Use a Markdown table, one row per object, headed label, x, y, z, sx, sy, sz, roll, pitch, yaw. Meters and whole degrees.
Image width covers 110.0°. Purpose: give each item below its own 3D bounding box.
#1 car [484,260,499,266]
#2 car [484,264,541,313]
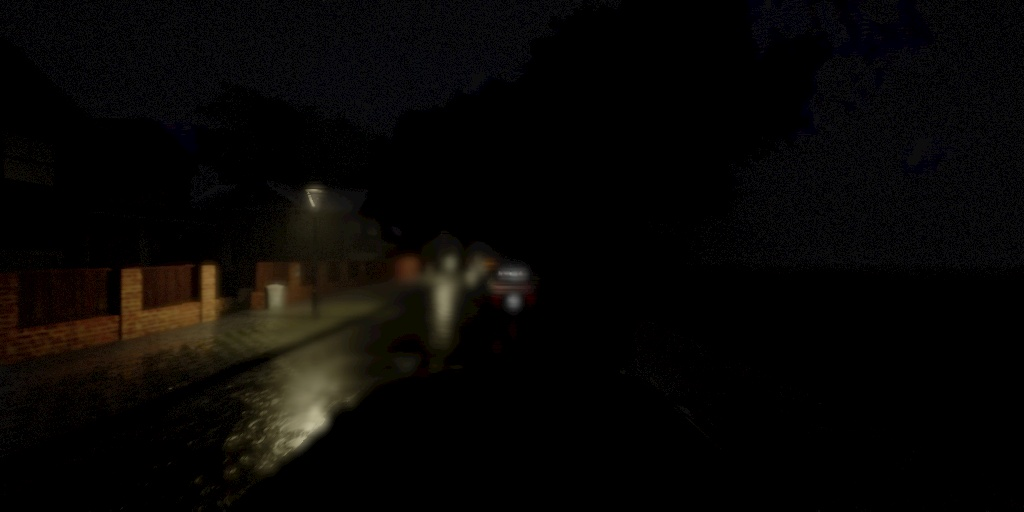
| label | x | y | z | sx | sy | sz | roll | pitch | yaw |
| --- | --- | --- | --- | --- | --- | --- | --- | --- | --- |
| car | -2.839 | 1.265 | 50.867 | 1.882 | 1.535 | 5.008 | 0 | 0 | 0 |
| car | 0.066 | 1.244 | 13.957 | 2.128 | 1.511 | 4.902 | 0 | 0 | 0 |
